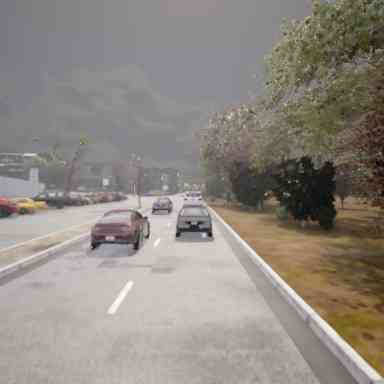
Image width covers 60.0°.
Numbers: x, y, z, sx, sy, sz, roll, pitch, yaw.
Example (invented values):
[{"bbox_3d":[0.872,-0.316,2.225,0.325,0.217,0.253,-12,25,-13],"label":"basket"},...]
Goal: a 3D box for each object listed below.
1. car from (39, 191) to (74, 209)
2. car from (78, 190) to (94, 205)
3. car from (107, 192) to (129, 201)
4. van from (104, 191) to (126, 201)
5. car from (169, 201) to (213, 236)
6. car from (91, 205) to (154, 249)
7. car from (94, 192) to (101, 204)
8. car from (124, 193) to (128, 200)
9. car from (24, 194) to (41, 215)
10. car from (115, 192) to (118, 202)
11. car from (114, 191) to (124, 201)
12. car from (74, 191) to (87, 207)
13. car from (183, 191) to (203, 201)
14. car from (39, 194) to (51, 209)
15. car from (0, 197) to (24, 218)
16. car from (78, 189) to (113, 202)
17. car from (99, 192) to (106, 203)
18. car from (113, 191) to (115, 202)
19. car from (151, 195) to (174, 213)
[{"bbox_3d":[-16.834,0.973,38.368,5.566,2.045,2.435,-1,1,-20],"label":"car"},{"bbox_3d":[-16.834,1.061,47.382,4.553,1.767,2.185,-1,0,-20],"label":"car"},{"bbox_3d":[-16.632,1.016,74.444,4.553,1.767,2.185,-1,0,-19],"label":"car"},{"bbox_3d":[-16.607,0.919,71.466,4.442,1.987,1.878,-1,0,-19],"label":"van"},{"bbox_3d":[0.100,1.445,17.791,2.033,1.411,5.357,0,1,0],"label":"car"},{"bbox_3d":[-2.899,1.455,14.083,1.812,1.442,4.674,0,0,0],"label":"car"},{"bbox_3d":[-16.806,1.180,50.392,4.892,1.521,2.231,-1,0,-20],"label":"car"},{"bbox_3d":[-16.722,0.898,68.429,5.566,2.045,2.435,-1,0,-20],"label":"car"},{"bbox_3d":[-16.638,1.278,29.453,5.366,1.575,1.946,-1,0,-20],"label":"car"},{"bbox_3d":[-16.773,1.198,62.397,4.674,1.452,2.002,-1,0,-20],"label":"car"},{"bbox_3d":[-16.794,0.903,65.393,5.566,2.045,2.435,-1,0,-20],"label":"car"},{"bbox_3d":[-16.773,1.070,44.396,4.553,1.767,2.185,-1,1,-20],"label":"car"},{"bbox_3d":[0.101,0.953,38.626,2.150,2.045,5.566,0,0,0],"label":"car"},{"bbox_3d":[-16.983,1.262,32.319,5.366,1.575,1.946,-1,1,-20],"label":"car"},{"bbox_3d":[-16.793,1.058,26.399,5.566,2.045,2.435,-1,0,-20],"label":"car"},{"bbox_3d":[-16.823,0.916,56.379,5.566,2.045,2.435,-1,0,-20],"label":"car"},{"bbox_3d":[-16.822,1.202,53.376,4.792,1.488,2.163,-1,0,-20],"label":"car"},{"bbox_3d":[-16.963,1.162,59.330,5.366,1.575,1.946,-1,0,-20],"label":"car"},{"bbox_3d":[-2.899,1.310,33.506,2.033,1.411,5.357,0,0,0],"label":"car"}]
